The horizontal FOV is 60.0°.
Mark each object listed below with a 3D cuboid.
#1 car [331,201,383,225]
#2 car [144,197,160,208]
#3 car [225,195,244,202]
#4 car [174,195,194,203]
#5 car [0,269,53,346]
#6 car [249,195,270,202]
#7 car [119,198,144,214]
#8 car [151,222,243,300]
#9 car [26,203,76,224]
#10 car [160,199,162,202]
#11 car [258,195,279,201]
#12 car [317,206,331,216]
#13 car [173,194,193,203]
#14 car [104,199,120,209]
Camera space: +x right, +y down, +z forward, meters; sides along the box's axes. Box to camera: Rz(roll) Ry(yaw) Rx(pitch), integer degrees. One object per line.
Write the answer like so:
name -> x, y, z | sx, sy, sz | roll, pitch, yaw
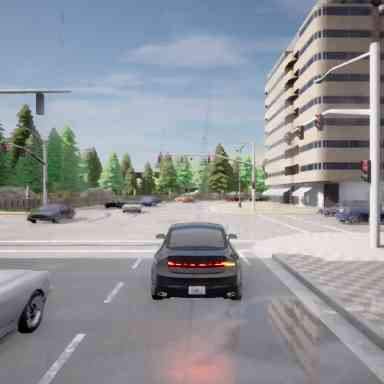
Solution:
car -> 12.871, 1.407, 23.937 | 4.553, 1.767, 2.097 | 0, 0, 1
car -> -6.556, 1.478, 49.462 | 1.882, 1.535, 5.008 | 0, 0, 6
car -> 9.696, 1.478, 75.074 | 5.008, 1.535, 1.882 | 0, 0, -41
car -> -1.437, 1.352, 66.921 | 2.097, 1.767, 4.553 | 0, 0, 30
car -> -3.427, 1.601, 3.832 | 1.895, 1.301, 4.718 | 0, 0, 0
car -> 15.170, 1.595, 74.804 | 4.718, 1.301, 1.895 | 0, 0, -33
car -> -6.472, 1.618, 35.761 | 1.895, 1.301, 4.718 | 0, 1, -8
car -> 0.114, 1.505, 8.354 | 1.837, 1.490, 4.892 | 0, 0, 1
car -> -10.561, 1.575, 25.496 | 2.033, 1.411, 5.357 | 0, 0, 0
car -> -7.464, 1.547, 62.114 | 2.033, 1.411, 5.357 | 0, 0, 21
car -> 18.493, 1.500, 80.591 | 4.892, 1.490, 1.837 | 0, 0, -22
car -> 14.595, 1.603, 31.027 | 5.357, 1.411, 2.033 | 0, 0, 0
car -> -1.883, 1.355, 72.821 | 2.097, 1.767, 4.553 | 0, 0, 34
car -> -10.322, 1.601, 44.981 | 1.895, 1.301, 4.718 | 0, 0, 3
